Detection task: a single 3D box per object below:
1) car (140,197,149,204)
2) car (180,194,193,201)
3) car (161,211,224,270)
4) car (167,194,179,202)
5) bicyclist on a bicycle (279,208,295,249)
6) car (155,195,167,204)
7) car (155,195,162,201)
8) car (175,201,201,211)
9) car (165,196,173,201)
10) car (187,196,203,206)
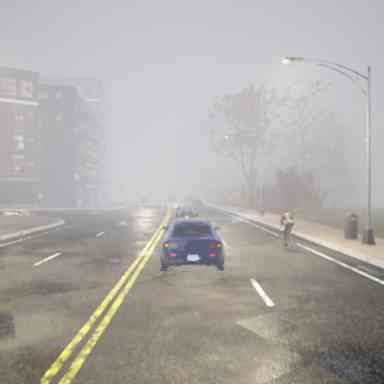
[{"bbox_3d":[-10.399,1.828,73.326,1.882,1.535,5.008,0,0,-6],"label":"car"},{"bbox_3d":[-0.888,1.580,76.081,2.150,2.045,5.566,0,0,-6],"label":"car"},{"bbox_3d":[-0.006,1.583,11.072,1.812,1.442,4.674,0,0,-1],"label":"car"},{"bbox_3d":[-5.189,1.615,84.922,2.150,2.045,5.566,0,0,-7],"label":"car"},{"bbox_3d":[3.992,1.524,13.943,0.582,1.620,1.656,0,-1,-1],"label":"bicyclist on a bicycle"},{"bbox_3d":[-7.176,1.828,73.744,1.882,1.535,5.008,0,0,-6],"label":"car"},{"bbox_3d":[-8.984,1.552,89.057,1.812,1.442,4.674,0,0,-7],"label":"car"},{"bbox_3d":[-0.519,1.746,29.153,1.895,1.301,4.718,0,0,-2],"label":"car"},{"bbox_3d":[-6.538,1.889,95.264,1.994,1.385,4.181,0,0,-8],"label":"car"},{"bbox_3d":[0.801,1.848,59.489,1.994,1.385,4.181,0,0,-5],"label":"car"}]
